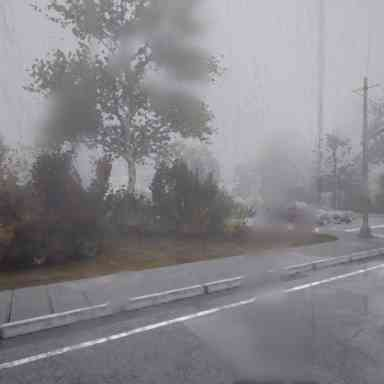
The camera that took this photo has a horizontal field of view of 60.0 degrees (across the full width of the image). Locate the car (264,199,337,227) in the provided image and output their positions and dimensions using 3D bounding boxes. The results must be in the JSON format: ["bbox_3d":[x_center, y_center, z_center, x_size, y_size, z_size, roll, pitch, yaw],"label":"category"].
[{"bbox_3d":[7.389,1.426,23.637,2.097,1.767,4.553,0,-1,-38],"label":"car"}]

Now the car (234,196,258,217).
[{"bbox_3d":[3.944,1.430,33.373,2.150,2.045,5.566,0,-1,-41],"label":"car"}]

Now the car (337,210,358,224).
[{"bbox_3d":[10.182,1.675,25.840,1.895,1.301,4.718,0,-1,-39],"label":"car"}]
